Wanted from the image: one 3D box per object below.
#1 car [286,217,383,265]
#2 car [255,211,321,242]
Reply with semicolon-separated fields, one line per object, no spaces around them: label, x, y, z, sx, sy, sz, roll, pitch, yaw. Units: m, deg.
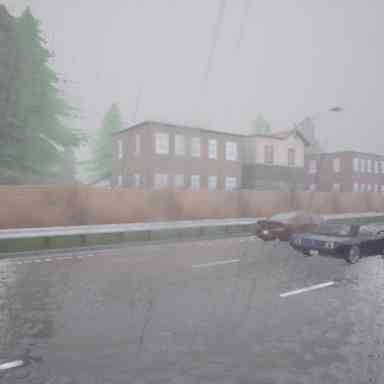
car;5.888;1.756;12.323;4.718;1.301;1.895;1;-1;-35
car;5.298;1.656;16.180;5.008;1.535;1.882;1;0;-35
